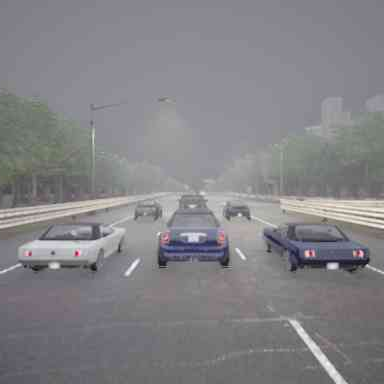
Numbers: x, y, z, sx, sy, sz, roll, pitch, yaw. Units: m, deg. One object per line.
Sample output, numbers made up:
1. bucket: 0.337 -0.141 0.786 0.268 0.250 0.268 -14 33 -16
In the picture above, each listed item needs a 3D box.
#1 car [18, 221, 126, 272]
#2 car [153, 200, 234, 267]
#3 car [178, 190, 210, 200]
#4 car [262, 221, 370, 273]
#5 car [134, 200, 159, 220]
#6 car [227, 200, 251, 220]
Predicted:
1. car: -3.442 1.574 10.628 1.895 1.301 4.718 0 0 1
2. car: 0.058 1.323 11.417 2.097 1.767 4.553 0 0 0
3. car: 0.049 1.136 25.907 2.150 2.045 5.566 0 1 0
4. car: 3.558 1.573 10.576 1.895 1.301 4.718 0 0 0
5. car: -3.446 1.397 26.998 2.128 1.511 4.902 0 1 0
6. car: 3.555 1.411 27.051 1.837 1.490 4.892 0 1 0
